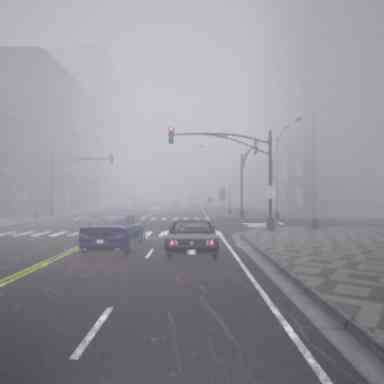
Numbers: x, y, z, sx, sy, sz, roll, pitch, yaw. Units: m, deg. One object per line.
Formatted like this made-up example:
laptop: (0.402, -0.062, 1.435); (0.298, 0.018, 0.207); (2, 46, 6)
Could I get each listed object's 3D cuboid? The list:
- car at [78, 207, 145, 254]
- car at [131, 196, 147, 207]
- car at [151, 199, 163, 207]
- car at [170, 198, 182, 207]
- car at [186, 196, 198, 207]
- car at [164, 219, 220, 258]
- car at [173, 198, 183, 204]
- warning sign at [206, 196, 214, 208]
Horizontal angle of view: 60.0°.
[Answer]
car: (-3.233, 1.618, 14.204); (1.882, 1.535, 5.008); (0, 0, 0)
car: (-9.821, 1.800, 61.823); (2.150, 2.045, 5.566); (0, -1, 1)
car: (-6.572, 2.079, 62.725); (2.128, 1.511, 4.902); (0, 0, 1)
car: (-3.271, 2.121, 65.748); (1.837, 1.490, 4.892); (0, 0, 0)
car: (-0.031, 1.831, 64.831); (2.150, 2.045, 5.566); (0, 0, 0)
car: (0.011, 1.732, 13.257); (1.895, 1.301, 4.718); (0, -1, 0)
car: (-3.298, 2.155, 78.788); (2.033, 1.411, 5.357); (0, -1, 0)
warning sign: (2.816, 1.611, 52.282); (1.300, 1.860, 1.060); (0, -1, 0)
